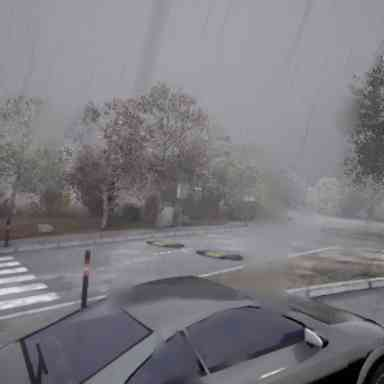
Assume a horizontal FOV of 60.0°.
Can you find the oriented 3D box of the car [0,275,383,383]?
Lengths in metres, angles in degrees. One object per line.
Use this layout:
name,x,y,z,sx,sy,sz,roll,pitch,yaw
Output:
car,0.210,1.572,3.226,4.181,1.385,1.994,0,0,-32
